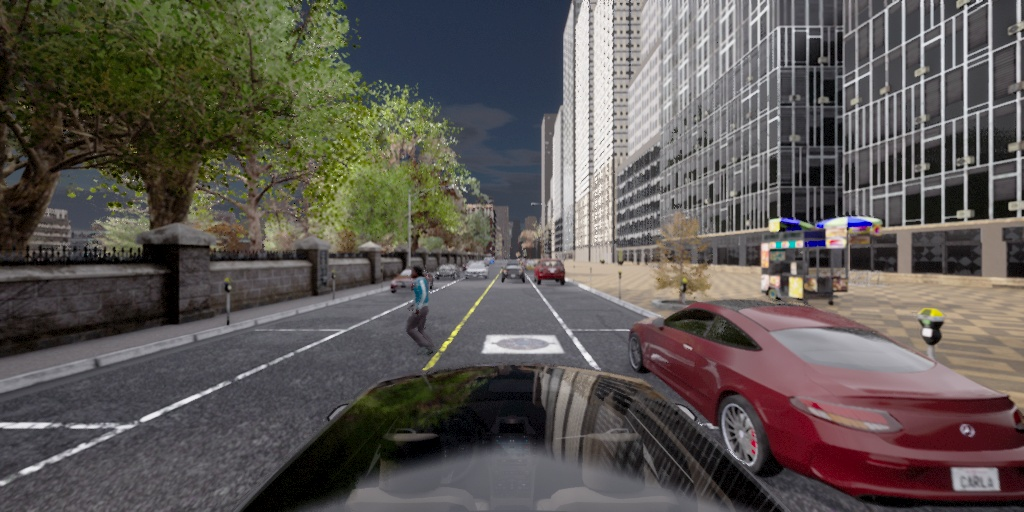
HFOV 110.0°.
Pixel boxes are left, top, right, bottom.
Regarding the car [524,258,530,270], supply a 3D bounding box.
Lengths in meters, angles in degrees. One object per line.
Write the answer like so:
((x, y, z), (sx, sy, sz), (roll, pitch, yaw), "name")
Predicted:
((2.734, 1.353, 49.140), (1.751, 1.417, 4.829), (0, 0, 0), "car")

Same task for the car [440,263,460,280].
((-5.664, 1.349, 32.082), (2.007, 1.370, 4.403), (0, 0, 0), "car")

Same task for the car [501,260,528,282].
((0.102, 1.320, 29.447), (1.812, 1.442, 4.674), (0, 0, 0), "car")

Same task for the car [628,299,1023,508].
((3.002, 1.281, 4.624), (1.812, 1.442, 4.674), (0, 0, 0), "car")

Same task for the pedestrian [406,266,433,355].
((-1.861, 1.052, 7.211), (0.375, 1.860, 0.375), (0, 0, -3), "pedestrian")

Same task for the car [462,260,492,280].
((-3.071, 1.324, 32.027), (1.812, 1.442, 4.674), (0, 0, 0), "car")

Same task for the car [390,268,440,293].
((-5.674, 1.363, 20.816), (1.802, 1.307, 4.207), (0, 0, 0), "car")

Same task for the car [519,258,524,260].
((0.122, 1.369, 46.086), (2.033, 1.411, 5.357), (0, 0, 0), "car")

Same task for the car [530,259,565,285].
((2.712, 1.104, 26.440), (2.192, 1.841, 5.009), (0, 0, 0), "car")
